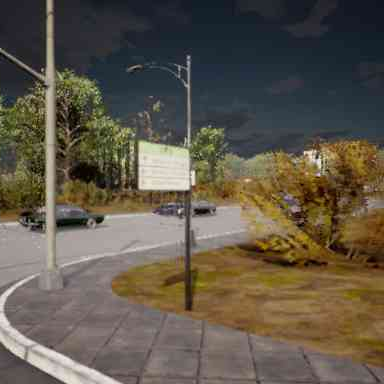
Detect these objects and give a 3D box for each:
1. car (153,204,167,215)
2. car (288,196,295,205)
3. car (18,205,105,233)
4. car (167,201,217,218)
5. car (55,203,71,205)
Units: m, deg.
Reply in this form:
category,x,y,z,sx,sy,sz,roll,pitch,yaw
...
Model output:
category,x,y,z,sx,sy,sz,roll,pitch,yaw
car,-1.600,1.642,34.234,2.033,1.411,5.357,0,0,39
car,13.913,1.344,47.961,1.812,1.442,4.674,0,1,38
car,-7.925,1.702,20.724,1.895,1.301,4.718,0,0,38
car,0.386,1.571,31.118,2.128,1.511,4.902,0,0,39
car,-9.804,1.598,24.002,1.882,1.535,5.008,0,0,39
